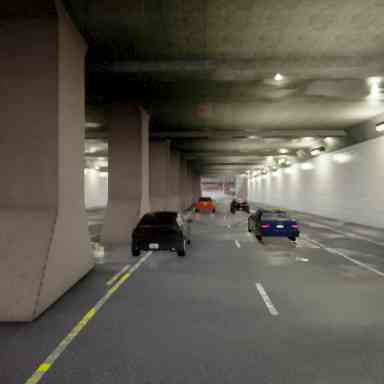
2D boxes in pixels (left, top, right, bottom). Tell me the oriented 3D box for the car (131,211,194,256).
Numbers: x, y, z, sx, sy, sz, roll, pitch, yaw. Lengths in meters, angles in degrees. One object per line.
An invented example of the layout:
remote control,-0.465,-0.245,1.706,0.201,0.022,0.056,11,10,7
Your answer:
car,-1.087,1.500,13.158,1.837,1.490,4.892,0,0,3

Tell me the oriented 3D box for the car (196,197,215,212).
car,1.588,1.338,37.898,2.097,1.767,4.553,0,0,5

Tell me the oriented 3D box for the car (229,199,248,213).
car,5.095,1.477,35.879,2.128,1.511,4.902,0,0,3

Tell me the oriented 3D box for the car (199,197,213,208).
car,2.073,1.488,47.989,1.837,1.490,4.892,0,0,4

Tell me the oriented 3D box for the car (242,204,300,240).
car,3.971,1.541,16.905,2.033,1.411,5.357,0,0,3
